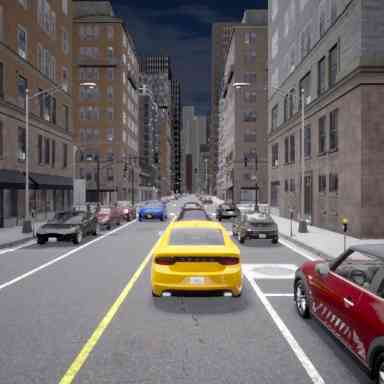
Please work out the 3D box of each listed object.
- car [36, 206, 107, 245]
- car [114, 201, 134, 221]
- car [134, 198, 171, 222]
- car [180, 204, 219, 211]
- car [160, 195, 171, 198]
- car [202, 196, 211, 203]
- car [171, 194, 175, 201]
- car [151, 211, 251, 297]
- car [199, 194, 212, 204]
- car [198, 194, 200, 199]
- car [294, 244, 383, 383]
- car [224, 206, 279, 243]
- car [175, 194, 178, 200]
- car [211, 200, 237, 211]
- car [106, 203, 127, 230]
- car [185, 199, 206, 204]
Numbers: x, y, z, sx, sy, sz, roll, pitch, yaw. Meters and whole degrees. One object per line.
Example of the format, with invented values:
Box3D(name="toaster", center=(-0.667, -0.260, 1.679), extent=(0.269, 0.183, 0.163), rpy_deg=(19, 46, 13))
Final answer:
Box3D(name="car", center=(-5.663, 1.567, 15.688), extent=(1.947, 1.339, 4.313), rpy_deg=(0, 0, 0))
Box3D(name="car", center=(-5.658, 1.443, 26.691), extent=(1.967, 1.590, 4.097), rpy_deg=(0, 0, 0))
Box3D(name="car", center=(-3.004, 1.481, 26.209), extent=(1.882, 1.535, 5.008), rpy_deg=(0, 0, 0))
Box3D(name="car", center=(0.114, 1.565, 17.605), extent=(1.994, 1.385, 4.181), rpy_deg=(0, 0, 0))
Box3D(name="car", center=(-5.607, 1.625, 63.794), extent=(1.802, 1.307, 4.206), rpy_deg=(0, 0, 0))
Box3D(name="car", center=(2.930, 1.579, 69.357), extent=(1.752, 1.417, 4.829), rpy_deg=(0, 0, 0))
Box3D(name="car", center=(-5.582, 1.615, 74.611), extent=(2.008, 1.369, 4.403), rpy_deg=(0, 0, 0))
Box3D(name="car", center=(0.098, 1.478, 8.612), extent=(1.882, 1.535, 5.008), rpy_deg=(0, 0, 0))
Box3D(name="car", center=(2.917, 1.483, 63.778), extent=(1.967, 1.590, 4.097), rpy_deg=(0, 0, 0))
Box3D(name="car", center=(2.942, 1.615, 74.595), extent=(2.008, 1.369, 4.403), rpy_deg=(0, 0, 0))
Box3D(name="car", center=(2.858, 1.440, 4.682), extent=(1.967, 1.590, 4.097), rpy_deg=(0, 0, 0))
Box3D(name="car", center=(2.862, 1.552, 15.685), extent=(2.008, 1.369, 4.403), rpy_deg=(0, 0, 0))
Box3D(name="car", center=(-5.547, 1.637, 90.667), extent=(1.752, 1.417, 4.829), rpy_deg=(0, 0, 0))
Box3D(name="car", center=(2.867, 1.569, 26.687), extent=(1.947, 1.339, 4.313), rpy_deg=(0, 0, 0))
Box3D(name="car", center=(-5.661, 1.584, 21.190), extent=(1.802, 1.307, 4.206), rpy_deg=(0, 0, 0))
Box3D(name="car", center=(0.011, 1.529, 26.416), extent=(1.812, 1.442, 4.674), rpy_deg=(0, 0, 2))
